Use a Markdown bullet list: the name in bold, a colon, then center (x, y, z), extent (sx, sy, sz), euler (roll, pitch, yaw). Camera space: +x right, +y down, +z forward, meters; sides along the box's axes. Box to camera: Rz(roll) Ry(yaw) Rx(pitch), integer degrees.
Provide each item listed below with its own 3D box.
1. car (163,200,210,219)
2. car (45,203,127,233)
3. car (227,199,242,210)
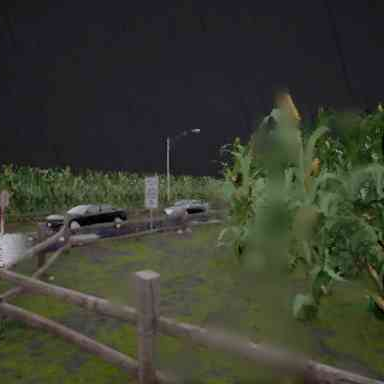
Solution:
- **car**: center (-0.399, 1.398, 27.698), extent (2.128, 1.511, 4.902), euler (0, 0, 36)
- **car**: center (-6.122, 1.448, 19.683), extent (1.882, 1.535, 5.008), euler (0, 1, 35)
- **car**: center (5.613, 1.192, 36.126), extent (2.097, 1.767, 4.553), euler (0, 0, 36)
